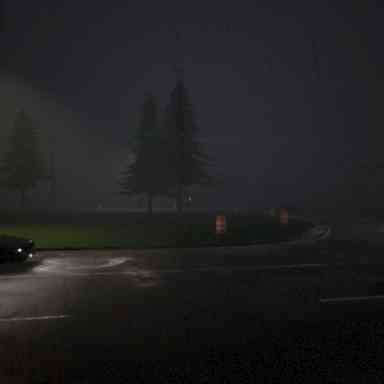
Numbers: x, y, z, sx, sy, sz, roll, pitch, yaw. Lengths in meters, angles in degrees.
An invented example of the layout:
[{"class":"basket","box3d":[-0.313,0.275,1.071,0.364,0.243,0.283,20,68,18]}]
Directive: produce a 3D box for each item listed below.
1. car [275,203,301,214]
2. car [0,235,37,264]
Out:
[{"class":"car","box3d":[13.778,2.356,47.669,1.812,1.442,4.674,1,-1,-18]},{"class":"car","box3d":[-7.922,1.689,10.494,5.357,1.411,2.033,0,-1,-11]}]
